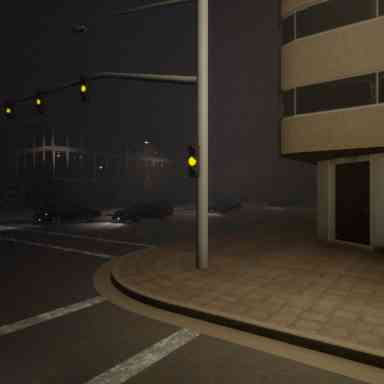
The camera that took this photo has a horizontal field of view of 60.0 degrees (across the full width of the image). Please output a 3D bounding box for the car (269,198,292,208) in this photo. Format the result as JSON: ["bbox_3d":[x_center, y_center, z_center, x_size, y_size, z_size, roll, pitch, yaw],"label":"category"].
[{"bbox_3d":[13.217,1.547,49.476,2.033,1.411,5.357,0,0,36],"label":"car"}]

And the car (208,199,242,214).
[{"bbox_3d":[3.533,1.547,36.266,2.033,1.411,5.357,0,0,36],"label":"car"}]

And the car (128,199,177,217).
[{"bbox_3d":[-3.724,1.505,32.229,1.837,1.490,4.892,0,0,36],"label":"car"}]

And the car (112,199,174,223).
[{"bbox_3d":[-3.753,1.547,26.236,2.033,1.411,5.357,0,0,36],"label":"car"}]

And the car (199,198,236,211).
[{"bbox_3d":[3.306,1.546,41.903,2.033,1.411,5.357,0,0,36],"label":"car"}]

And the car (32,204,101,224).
[{"bbox_3d":[-9.196,1.601,24.694,1.895,1.301,4.718,0,0,36],"label":"car"}]
